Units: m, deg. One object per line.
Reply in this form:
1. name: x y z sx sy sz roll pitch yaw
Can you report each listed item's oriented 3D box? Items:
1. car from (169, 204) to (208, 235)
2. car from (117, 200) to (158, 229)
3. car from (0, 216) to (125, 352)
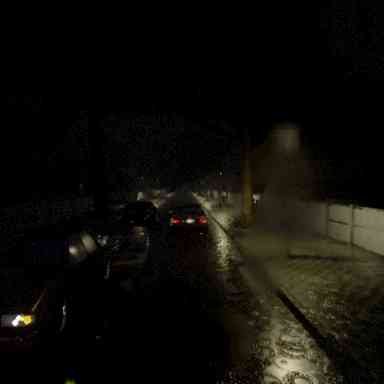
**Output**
1. car: -0.196 1.318 17.236 2.033 1.411 5.357 -1 1 -2
2. car: -3.112 1.247 19.637 1.882 1.535 5.008 -1 1 -1
3. car: -2.929 1.488 6.688 2.033 1.411 5.357 -1 1 -1
